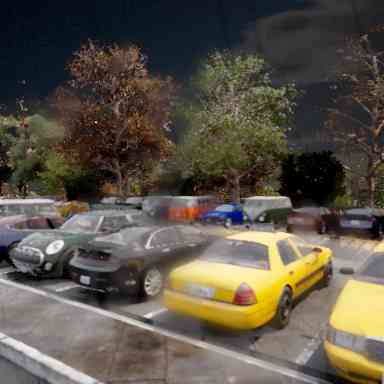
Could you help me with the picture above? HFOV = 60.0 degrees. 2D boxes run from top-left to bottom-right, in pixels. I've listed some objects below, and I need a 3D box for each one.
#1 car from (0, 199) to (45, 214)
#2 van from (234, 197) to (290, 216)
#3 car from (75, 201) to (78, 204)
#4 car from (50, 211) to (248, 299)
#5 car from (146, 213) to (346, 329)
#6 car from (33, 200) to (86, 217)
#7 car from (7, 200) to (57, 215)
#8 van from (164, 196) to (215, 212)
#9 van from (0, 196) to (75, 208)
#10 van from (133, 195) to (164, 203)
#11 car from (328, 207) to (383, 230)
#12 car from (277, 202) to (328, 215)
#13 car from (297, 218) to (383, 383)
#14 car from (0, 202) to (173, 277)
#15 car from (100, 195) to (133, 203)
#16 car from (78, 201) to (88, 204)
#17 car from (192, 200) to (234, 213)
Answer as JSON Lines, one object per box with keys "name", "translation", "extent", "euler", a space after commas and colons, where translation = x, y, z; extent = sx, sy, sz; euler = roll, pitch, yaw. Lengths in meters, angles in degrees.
{"name": "car", "translation": [-19.993, 1.649, 38.658], "extent": [2.097, 1.535, 5.008], "euler": [0, 0, 36]}
{"name": "van", "translation": [4.671, 1.271, 20.737], "extent": [1.878, 1.987, 4.442], "euler": [0, 0, 35]}
{"name": "car", "translation": [-11.007, 1.592, 32.175], "extent": [2.097, 1.535, 5.008], "euler": [0, 0, 36]}
{"name": "car", "translation": [-0.731, 1.494, 8.632], "extent": [2.231, 1.521, 4.892], "euler": [0, 0, 36]}
{"name": "car", "translation": [1.626, 1.488, 7.168], "extent": [1.946, 1.575, 5.366], "euler": [0, 0, 36]}
{"name": "car", "translation": [-13.349, 1.647, 33.875], "extent": [2.002, 1.452, 4.674], "euler": [0, 0, 36]}
{"name": "car", "translation": [-17.743, 1.675, 37.039], "extent": [2.002, 1.452, 4.674], "euler": [0, 0, 36]}
{"name": "van", "translation": [0.297, 1.296, 24.170], "extent": [1.878, 1.987, 4.442], "euler": [0, 0, 36]}
{"name": "van", "translation": [-7.415, 1.301, 13.606], "extent": [1.878, 1.987, 4.442], "euler": [0, 0, 36]}
{"name": "van", "translation": [-2.086, 1.310, 25.602], "extent": [1.878, 1.987, 4.442], "euler": [0, 0, 36]}
{"name": "car", "translation": [9.124, 1.516, 17.694], "extent": [2.163, 1.488, 4.792], "euler": [0, 0, 36]}
{"name": "car", "translation": [6.984, 1.518, 19.238], "extent": [2.163, 1.488, 4.792], "euler": [0, 0, 36]}
{"name": "car", "translation": [3.560, 1.492, 5.316], "extent": [1.946, 1.575, 5.366], "euler": [0, 0, 36]}
{"name": "car", "translation": [-2.964, 1.376, 10.289], "extent": [2.185, 1.767, 4.553], "euler": [0, 0, 36]}
{"name": "car", "translation": [-4.280, 1.299, 27.294], "extent": [2.435, 2.045, 5.566], "euler": [0, 0, 36]}
{"name": "car", "translation": [-6.527, 1.313, 28.915], "extent": [2.435, 2.045, 5.566], "euler": [0, 0, 36]}
{"name": "car", "translation": [2.479, 1.508, 22.459], "extent": [2.097, 1.535, 5.008], "euler": [0, 0, 36]}
